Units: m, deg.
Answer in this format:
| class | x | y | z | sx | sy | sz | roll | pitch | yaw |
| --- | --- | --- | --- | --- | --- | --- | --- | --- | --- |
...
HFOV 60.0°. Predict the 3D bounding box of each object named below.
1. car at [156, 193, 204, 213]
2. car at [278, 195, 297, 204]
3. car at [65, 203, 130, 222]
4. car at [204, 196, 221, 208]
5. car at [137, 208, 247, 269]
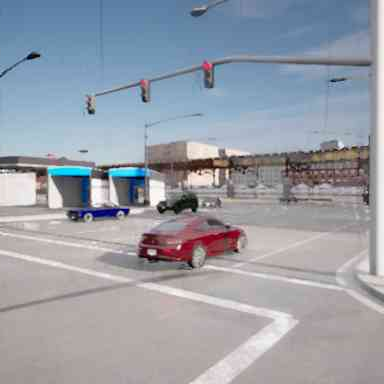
| class | x | y | z | sx | sy | sz | roll | pitch | yaw |
| --- | --- | --- | --- | --- | --- | --- | --- | --- | --- |
| car | -1.324 | 1.086 | 33.425 | 2.150 | 2.045 | 5.566 | 0 | 0 | 29 |
| car | 17.427 | 1.306 | 60.691 | 1.837 | 1.490 | 4.892 | 0 | 0 | -11 |
| car | -7.045 | 1.485 | 25.163 | 1.895 | 1.301 | 4.718 | 0 | 0 | 37 |
| car | 2.535 | 1.328 | 42.800 | 2.128 | 1.511 | 4.902 | 0 | 0 | 15 |
| car | 0.172 | 1.482 | 11.077 | 1.812 | 1.442 | 4.674 | 0 | 0 | 34 |
